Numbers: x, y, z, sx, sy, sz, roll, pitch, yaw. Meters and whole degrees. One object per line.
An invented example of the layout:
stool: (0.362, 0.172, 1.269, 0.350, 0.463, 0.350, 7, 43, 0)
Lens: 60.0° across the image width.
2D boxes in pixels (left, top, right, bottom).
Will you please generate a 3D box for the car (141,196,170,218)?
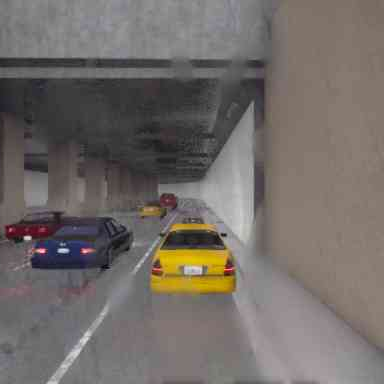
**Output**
car: (-3.317, 1.456, 29.644, 1.801, 1.575, 5.366, 0, 0, 0)

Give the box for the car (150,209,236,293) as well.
car: (0.031, 1.457, 8.835, 1.801, 1.575, 5.366, 0, 0, 0)

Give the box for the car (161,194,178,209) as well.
car: (-3.178, 1.221, 45.386, 2.150, 2.045, 5.566, 0, 0, 0)

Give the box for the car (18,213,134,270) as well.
car: (-3.263, 1.547, 10.971, 2.033, 1.411, 5.357, 0, 0, 0)

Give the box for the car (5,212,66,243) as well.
car: (-6.751, 1.600, 15.946, 1.895, 1.301, 4.718, 0, 0, 0)
